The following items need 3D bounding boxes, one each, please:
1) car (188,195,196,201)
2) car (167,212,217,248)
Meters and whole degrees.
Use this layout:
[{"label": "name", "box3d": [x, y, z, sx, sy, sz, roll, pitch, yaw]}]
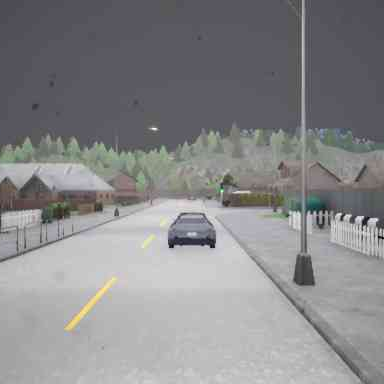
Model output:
[{"label": "car", "box3d": [0.000, 1.497, 81.334, 1.994, 1.385, 4.181, 0, 0, 0]}, {"label": "car", "box3d": [0.000, 1.570, 14.650, 1.994, 1.385, 4.181, 0, 0, 0]}]
